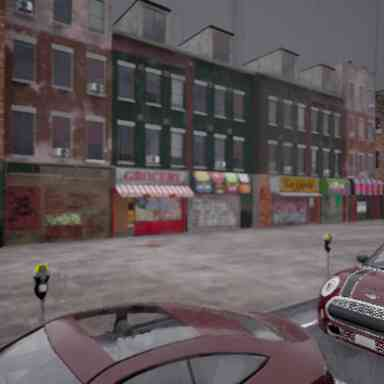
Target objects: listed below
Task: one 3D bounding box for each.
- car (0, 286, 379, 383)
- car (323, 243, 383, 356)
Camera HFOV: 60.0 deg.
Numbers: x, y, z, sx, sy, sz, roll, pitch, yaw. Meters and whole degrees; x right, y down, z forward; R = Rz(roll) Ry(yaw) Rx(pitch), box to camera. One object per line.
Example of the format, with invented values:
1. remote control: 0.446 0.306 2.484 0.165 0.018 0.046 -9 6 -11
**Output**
1. car: -0.667 1.589 2.336 4.206 1.307 1.802 1 -1 -36
2. car: 3.955 1.507 5.633 4.097 1.590 1.967 1 -1 -36
